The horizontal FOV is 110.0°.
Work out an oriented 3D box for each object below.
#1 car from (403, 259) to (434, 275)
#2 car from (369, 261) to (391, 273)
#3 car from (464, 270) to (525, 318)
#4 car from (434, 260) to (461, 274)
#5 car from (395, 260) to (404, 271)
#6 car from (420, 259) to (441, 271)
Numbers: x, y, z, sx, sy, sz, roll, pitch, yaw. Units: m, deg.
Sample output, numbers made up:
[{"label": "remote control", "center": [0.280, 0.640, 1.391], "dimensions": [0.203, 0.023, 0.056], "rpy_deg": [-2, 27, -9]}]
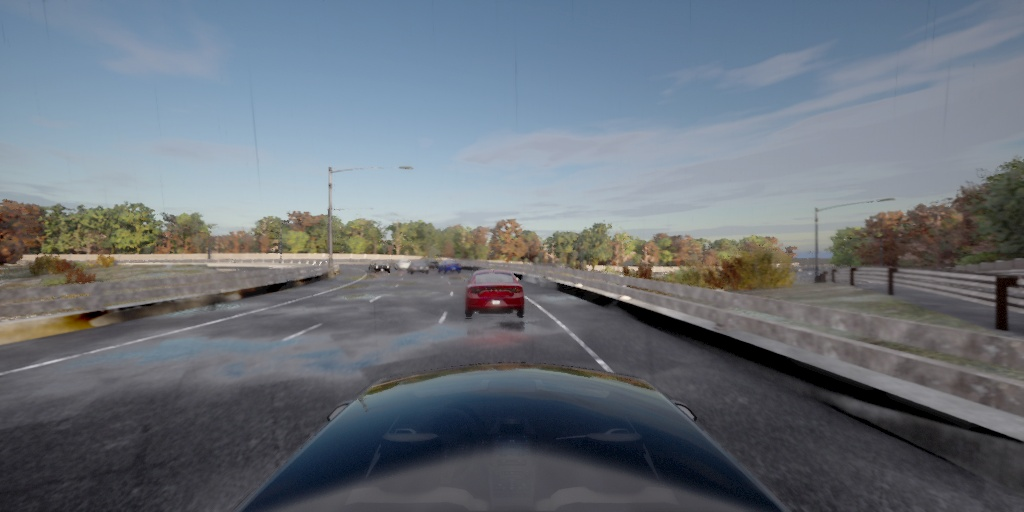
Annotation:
[{"label": "car", "center": [-10.215, 1.287, 38.955], "dimensions": [2.033, 1.411, 5.357], "rpy_deg": [0, 0, -22]}, {"label": "car", "center": [-16.206, 1.368, 44.329], "dimensions": [1.895, 1.301, 4.718], "rpy_deg": [0, 0, -24]}, {"label": "car", "center": [-0.717, 1.226, 13.003], "dimensions": [1.882, 1.535, 5.008], "rpy_deg": [0, 0, -6]}, {"label": "car", "center": [-7.135, 1.193, 40.663], "dimensions": [1.882, 1.535, 5.008], "rpy_deg": [0, 0, -22]}, {"label": "car", "center": [-15.301, 1.273, 50.579], "dimensions": [1.812, 1.442, 4.674], "rpy_deg": [0, 0, -28]}, {"label": "car", "center": [-11.702, 1.230, 51.241], "dimensions": [1.837, 1.490, 4.892], "rpy_deg": [0, 1, -28]}]
